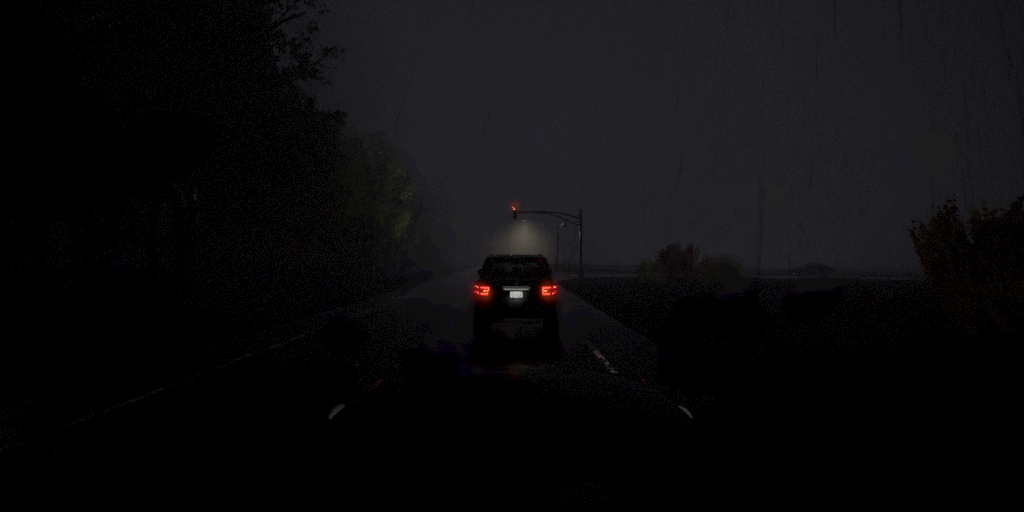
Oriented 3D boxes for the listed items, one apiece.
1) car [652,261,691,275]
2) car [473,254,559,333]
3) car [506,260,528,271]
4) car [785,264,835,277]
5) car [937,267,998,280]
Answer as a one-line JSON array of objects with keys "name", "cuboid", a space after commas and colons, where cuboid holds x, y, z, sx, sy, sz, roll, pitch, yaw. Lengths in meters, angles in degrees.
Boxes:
[{"name": "car", "cuboid": [18.604, 1.363, 42.194, 4.553, 1.767, 2.097, 1, -1, 0]}, {"name": "car", "cuboid": [0.105, 0.974, 10.867, 2.150, 2.045, 5.566, 0, 0, 0]}, {"name": "car", "cuboid": [0.663, 1.281, 51.906, 1.812, 1.442, 4.674, -1, 0, -16]}, {"name": "car", "cuboid": [34.940, 1.666, 42.103, 5.008, 1.535, 1.882, 1, -1, 0]}, {"name": "car", "cuboid": [48.530, 1.825, 38.443, 5.357, 1.411, 2.033, 1, -1, 0]}]
